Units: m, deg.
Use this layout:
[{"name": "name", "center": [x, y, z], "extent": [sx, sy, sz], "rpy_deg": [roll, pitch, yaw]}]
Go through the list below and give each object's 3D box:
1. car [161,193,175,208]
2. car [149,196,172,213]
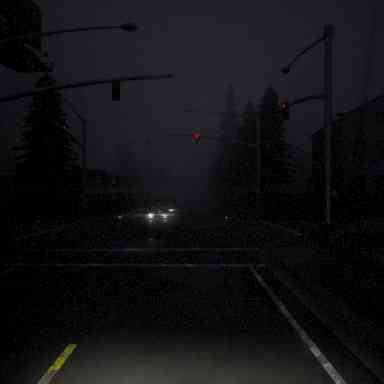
[{"name": "car", "center": [-3.589, 1.221, 47.894], "extent": [2.150, 2.045, 5.566], "rpy_deg": [0, 0, 1]}, {"name": "car", "center": [-3.600, 1.506, 37.158], "extent": [1.837, 1.490, 4.892], "rpy_deg": [0, 0, 0]}]
